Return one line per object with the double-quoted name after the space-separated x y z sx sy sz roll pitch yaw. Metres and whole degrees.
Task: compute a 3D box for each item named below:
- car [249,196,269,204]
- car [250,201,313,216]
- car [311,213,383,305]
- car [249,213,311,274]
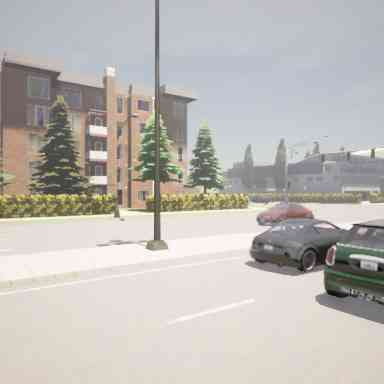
12.429 1.521 63.213 1.837 1.490 4.892 0 0 -34 "car"
6.433 1.531 22.717 4.674 1.442 1.812 0 0 -36 "car"
4.931 1.354 7.251 4.553 1.767 2.097 0 0 -36 "car"
3.828 1.567 10.750 4.181 1.385 1.994 0 0 -36 "car"
